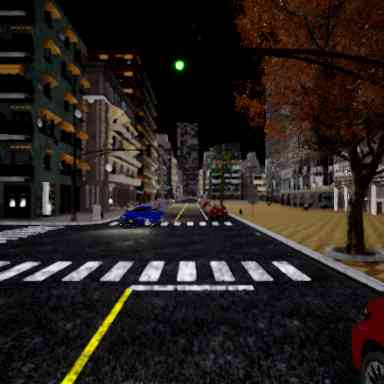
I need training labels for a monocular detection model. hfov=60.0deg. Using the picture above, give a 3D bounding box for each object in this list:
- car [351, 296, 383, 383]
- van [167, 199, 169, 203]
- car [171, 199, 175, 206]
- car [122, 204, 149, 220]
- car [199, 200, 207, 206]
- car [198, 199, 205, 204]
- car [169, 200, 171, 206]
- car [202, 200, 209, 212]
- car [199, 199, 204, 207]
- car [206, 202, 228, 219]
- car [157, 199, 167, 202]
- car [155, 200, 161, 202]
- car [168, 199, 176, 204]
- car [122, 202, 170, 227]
[{"bbox_3d":[2.692,1.335,1.469,2.192,1.841,5.009,0,-1,0],"label":"car"},{"bbox_3d":[-5.703,2.139,61.514,1.690,1.788,3.998,0,-1,0],"label":"van"},{"bbox_3d":[-5.707,2.465,78.109,1.967,1.590,4.097,0,-1,0],"label":"car"},{"bbox_3d":[-5.696,1.979,33.849,2.008,1.369,4.403,0,-1,0],"label":"car"},{"bbox_3d":[2.672,2.646,83.641,1.887,1.381,4.507,0,-1,0],"label":"car"},{"bbox_3d":[2.669,2.698,94.706,1.967,1.590,4.097,0,-1,0],"label":"car"},{"bbox_3d":[-5.704,2.455,67.042,1.802,1.307,4.206,0,-1,0],"label":"car"},{"bbox_3d":[2.681,2.101,45.086,1.752,1.417,4.829,0,-1,0],"label":"car"},{"bbox_3d":[2.677,2.379,61.511,1.802,1.307,4.206,0,-1,0],"label":"car"},{"bbox_3d":[2.684,1.973,33.851,1.887,1.381,4.507,0,-1,0],"label":"car"},{"bbox_3d":[-5.702,2.163,55.980,1.967,1.590,4.097,0,-1,0],"label":"car"},{"bbox_3d":[-5.699,2.125,44.914,2.008,1.369,4.403,0,-1,0],"label":"car"},{"bbox_3d":[-5.711,2.810,94.703,2.008,1.369,4.403,0,-1,0],"label":"car"},{"bbox_3d":[-3.665,1.819,25.943,1.882,1.535,5.008,2,0,15],"label":"car"}]
